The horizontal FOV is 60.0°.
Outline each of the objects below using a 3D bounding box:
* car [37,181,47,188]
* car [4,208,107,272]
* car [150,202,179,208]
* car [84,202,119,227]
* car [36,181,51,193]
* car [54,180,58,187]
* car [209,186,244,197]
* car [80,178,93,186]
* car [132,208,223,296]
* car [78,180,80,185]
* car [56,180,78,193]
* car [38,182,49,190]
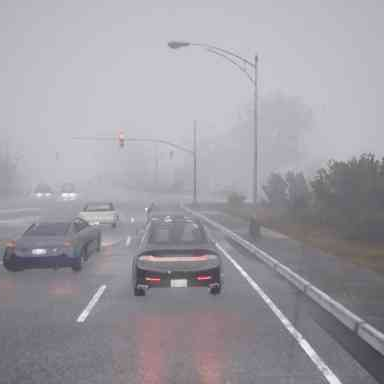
[{"bbox_3d":[-35.466,-1.899,78.502,2.128,1.511,4.902,-1,3,-25],"label":"car"},{"bbox_3d":[-4.124,1.451,10.502,1.994,1.385,4.181,0,1,-6],"label":"car"},{"bbox_3d":[-1.471,1.217,17.817,2.033,1.411,5.357,0,2,-9],"label":"car"},{"bbox_3d":[-5.259,1.226,19.224,1.895,1.301,4.718,0,2,-9],"label":"car"},{"bbox_3d":[-23.426,-0.530,52.489,1.994,1.385,4.181,-1,3,-23],"label":"car"},{"bbox_3d":[-26.015,-1.363,66.718,1.882,1.535,5.008,-1,3,-25],"label":"car"},{"bbox_3d":[4.807,-0.093,46.025,4.902,1.511,2.128,0,3,-22],"label":"car"},{"bbox_3d":[-26.352,-2.476,83.768,2.150,2.045,5.566,-1,3,-25],"label":"car"},{"bbox_3d":[-0.415,1.409,8.480,2.128,1.511,4.902,0,1,-4],"label":"car"},{"bbox_3d":[-29.503,-2.144,82.258,1.882,1.535,5.008,-1,3,-25],"label":"car"},{"bbox_3d":[-20.361,-0.686,54.079,2.128,1.511,4.902,-2,3,-27],"label":"car"},{"bbox_3d":[-28.999,-1.244,64.843,1.837,1.490,4.892,-1,3,-25],"label":"car"}]
